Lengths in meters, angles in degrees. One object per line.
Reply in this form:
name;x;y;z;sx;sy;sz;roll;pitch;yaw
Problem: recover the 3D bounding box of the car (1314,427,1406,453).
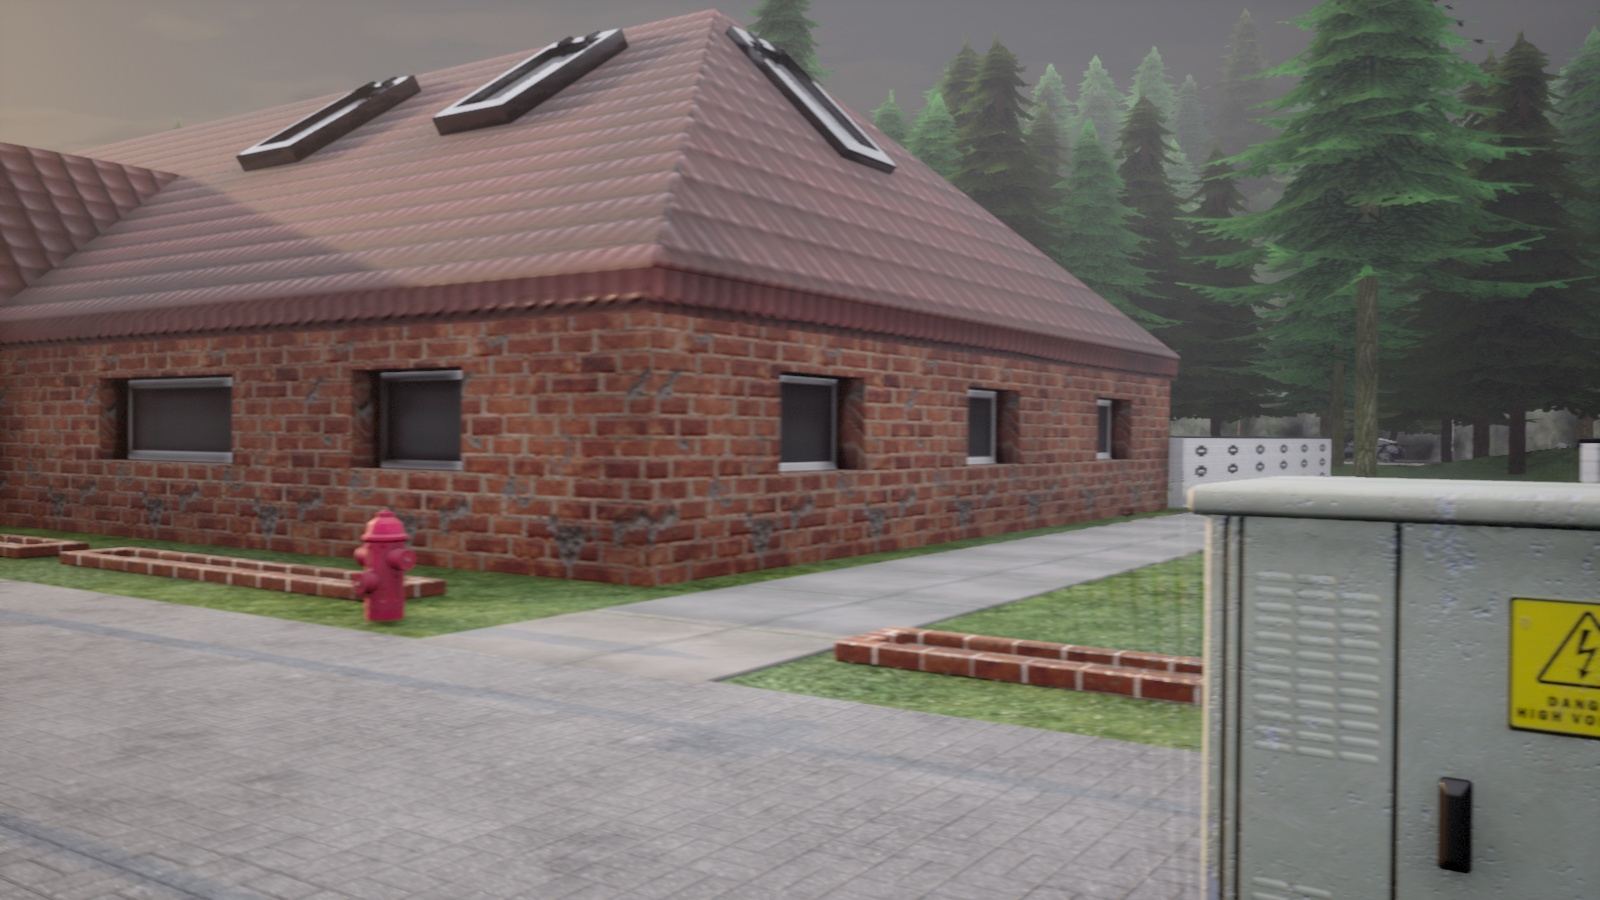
car;33.693;-0.601;75.615;4.792;1.488;2.163;0;1;33
